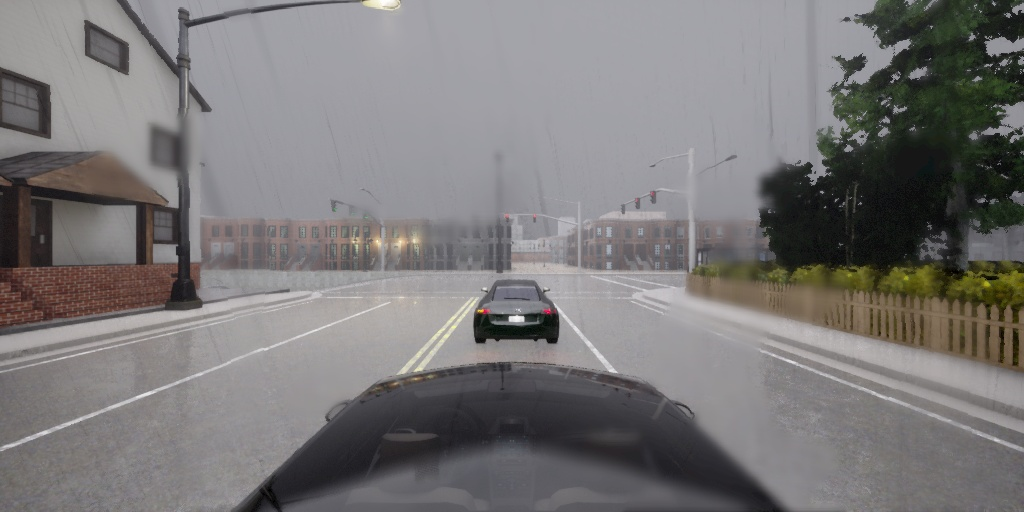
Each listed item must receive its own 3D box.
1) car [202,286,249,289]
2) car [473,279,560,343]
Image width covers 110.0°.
[{"bbox_3d":[-22.438,3.308,26.907,5.566,2.045,2.150,-13,1,-1],"label":"car"},{"bbox_3d":[0.099,1.314,9.657,1.994,1.385,4.181,0,0,0],"label":"car"}]
